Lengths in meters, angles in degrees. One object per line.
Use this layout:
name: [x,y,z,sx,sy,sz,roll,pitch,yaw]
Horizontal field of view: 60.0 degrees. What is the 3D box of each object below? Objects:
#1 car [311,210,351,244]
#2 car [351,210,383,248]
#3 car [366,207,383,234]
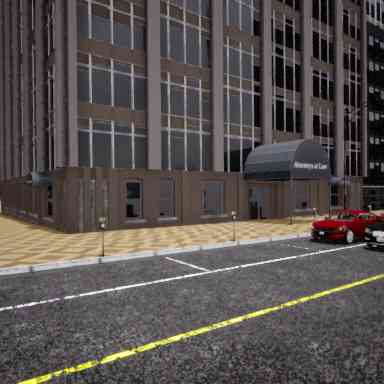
car: [7.474,1.542,15.764,4.507,1.381,1.887,0,-1,-35]
car: [8.954,1.489,13.630,4.902,1.511,2.128,0,0,-35]
car: [12.101,1.547,19.065,4.403,1.369,2.008,0,-1,-35]
